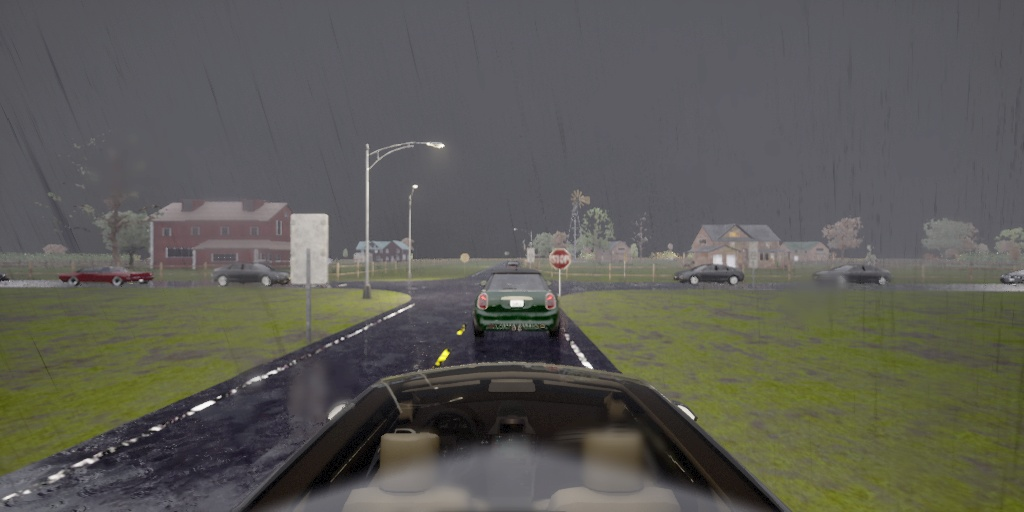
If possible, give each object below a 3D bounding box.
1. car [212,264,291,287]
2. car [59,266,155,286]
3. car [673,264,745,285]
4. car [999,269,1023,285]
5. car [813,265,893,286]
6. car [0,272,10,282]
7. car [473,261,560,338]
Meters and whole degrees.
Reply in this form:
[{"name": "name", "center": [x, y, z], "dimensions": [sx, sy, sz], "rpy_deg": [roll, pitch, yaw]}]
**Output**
[{"name": "car", "center": [-17.392, 1.273, 24.243], "dimensions": [4.892, 1.490, 1.837], "rpy_deg": [0, 0, 1]}, {"name": "car", "center": [-27.338, 1.342, 24.333], "dimensions": [4.718, 1.301, 1.895], "rpy_deg": [0, 0, 1]}, {"name": "car", "center": [14.706, 1.379, 26.906], "dimensions": [4.892, 1.490, 1.837], "rpy_deg": [0, 0, 1]}, {"name": "car", "center": [39.473, 1.505, 26.655], "dimensions": [4.674, 1.442, 1.812], "rpy_deg": [1, 0, 1]}, {"name": "car", "center": [25.358, 1.419, 26.801], "dimensions": [4.892, 1.490, 1.837], "rpy_deg": [0, 0, 1]}, {"name": "car", "center": [-38.009, 1.262, 24.436], "dimensions": [5.357, 1.411, 2.033], "rpy_deg": [0, 0, 0]}, {"name": "car", "center": [0.122, 1.128, 10.439], "dimensions": [2.097, 1.767, 4.553], "rpy_deg": [0, 0, 0]}]
